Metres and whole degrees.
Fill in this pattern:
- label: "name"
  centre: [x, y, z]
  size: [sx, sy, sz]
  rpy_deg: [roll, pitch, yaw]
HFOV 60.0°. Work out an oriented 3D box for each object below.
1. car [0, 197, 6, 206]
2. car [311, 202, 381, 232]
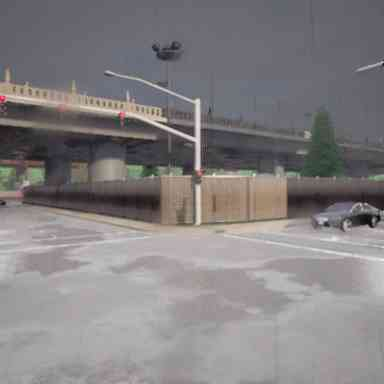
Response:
- label: "car"
  centre: [-32.276, 1.590, 55.357]
  size: [1.994, 1.385, 4.181]
  rpy_deg: [-1, 0, -36]
- label: "car"
  centre: [8.768, 1.332, 18.848]
  size: [4.902, 1.511, 2.128]
  rpy_deg: [-1, 0, -35]
